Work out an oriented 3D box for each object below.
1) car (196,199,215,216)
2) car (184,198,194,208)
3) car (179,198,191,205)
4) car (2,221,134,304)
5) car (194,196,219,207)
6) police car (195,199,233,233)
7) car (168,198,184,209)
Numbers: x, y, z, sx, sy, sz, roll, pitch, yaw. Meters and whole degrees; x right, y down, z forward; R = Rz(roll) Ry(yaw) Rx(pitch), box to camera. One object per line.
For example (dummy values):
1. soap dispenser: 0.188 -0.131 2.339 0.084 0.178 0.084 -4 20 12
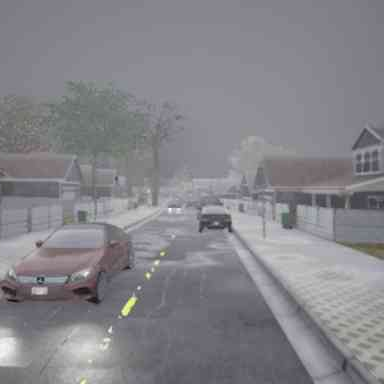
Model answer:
1. car: 1.440 1.633 36.463 1.801 1.575 5.366 0 0 -1
2. car: -0.048 1.852 53.925 1.837 1.490 4.892 0 -1 -4
3. car: -1.609 2.038 73.964 2.033 1.411 5.357 0 -1 -7
4. car: -2.666 1.511 8.285 1.812 1.442 4.674 0 0 2
5. car: 1.480 1.356 30.272 2.150 2.045 5.566 0 0 0
6. police car: 1.348 1.483 20.297 1.930 1.638 5.238 0 0 1
7. car: -2.737 1.884 51.964 1.994 1.385 4.181 0 -1 -2
